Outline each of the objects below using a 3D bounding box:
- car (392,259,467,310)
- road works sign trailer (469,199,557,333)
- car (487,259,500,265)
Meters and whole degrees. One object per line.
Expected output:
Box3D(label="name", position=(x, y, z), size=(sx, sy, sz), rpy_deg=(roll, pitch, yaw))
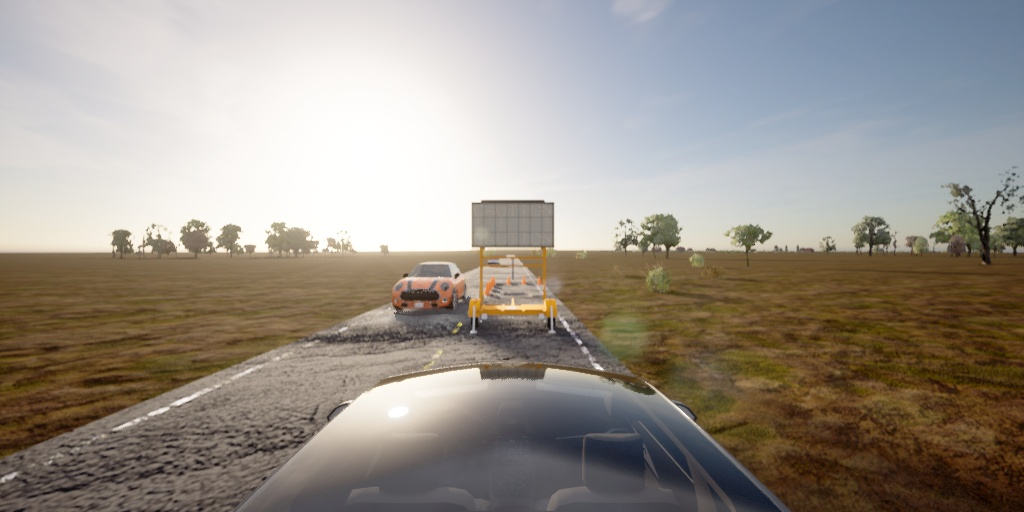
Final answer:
Box3D(label="car", position=(-3.062, 1.026, 14.107), size=(2.097, 1.767, 4.553), rpy_deg=(0, 0, 0))
Box3D(label="road works sign trailer", position=(0.026, 0.161, 10.520), size=(2.380, 3.560, 2.880), rpy_deg=(0, 0, 0))
Box3D(label="car", position=(-2.917, 0.964, 56.649), size=(2.033, 1.411, 5.357), rpy_deg=(0, 0, 1))
